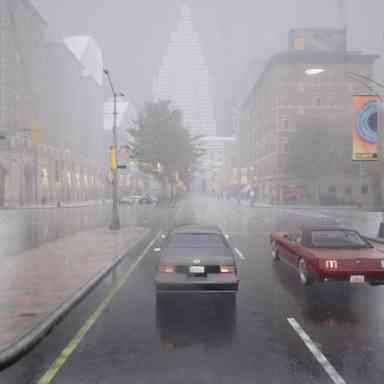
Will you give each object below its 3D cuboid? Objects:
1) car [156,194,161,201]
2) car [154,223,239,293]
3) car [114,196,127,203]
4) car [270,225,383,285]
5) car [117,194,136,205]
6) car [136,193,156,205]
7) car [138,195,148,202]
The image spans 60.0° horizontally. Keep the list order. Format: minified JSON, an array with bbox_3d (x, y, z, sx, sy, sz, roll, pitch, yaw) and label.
[{"bbox_3d":[-8.079,1.526,68.995,1.812,1.442,4.674,0,0,0],"label":"car"},{"bbox_3d":[0.091,1.547,8.958,2.033,1.411,5.357,0,0,0],"label":"car"},{"bbox_3d":[-14.829,1.595,69.203,1.895,1.301,4.718,0,0,0],"label":"car"},{"bbox_3d":[3.590,1.601,9.442,1.895,1.301,4.718,0,0,0],"label":"car"},{"bbox_3d":[-11.624,1.526,58.937,1.812,1.442,4.674,0,0,0],"label":"car"},{"bbox_3d":[-8.125,1.491,59.227,2.128,1.511,4.902,0,0,0],"label":"car"},{"bbox_3d":[-11.591,1.524,79.217,1.812,1.442,4.674,0,0,0],"label":"car"}]
